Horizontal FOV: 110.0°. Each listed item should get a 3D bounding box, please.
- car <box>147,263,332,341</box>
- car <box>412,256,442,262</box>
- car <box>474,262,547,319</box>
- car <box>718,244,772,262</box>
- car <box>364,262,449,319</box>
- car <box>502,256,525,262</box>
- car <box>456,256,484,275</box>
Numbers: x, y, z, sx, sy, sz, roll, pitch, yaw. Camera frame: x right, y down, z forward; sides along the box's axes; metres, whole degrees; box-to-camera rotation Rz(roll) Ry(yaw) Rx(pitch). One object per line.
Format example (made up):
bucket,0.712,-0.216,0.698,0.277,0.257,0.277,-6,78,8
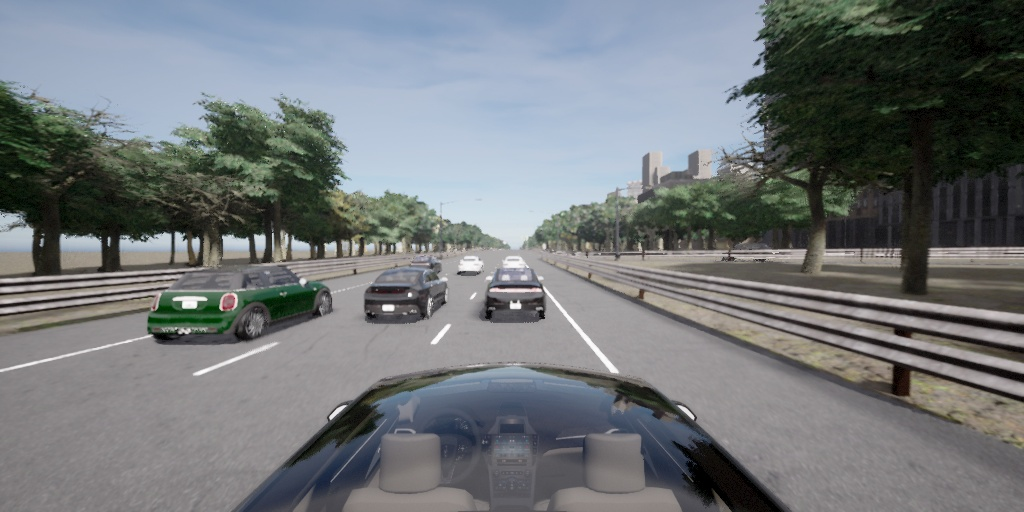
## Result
car,-6.898,1.030,9.799,2.097,1.767,4.553,0,1,0
car,-6.897,0.746,28.976,2.128,1.511,4.902,0,1,0
car,0.101,1.130,12.306,2.128,1.511,4.902,0,1,0
car,27.429,-0.390,42.473,2.150,2.045,5.566,-1,0,-39
car,-3.399,1.144,12.273,1.837,1.490,4.892,0,1,0
car,0.116,0.752,30.113,1.812,1.442,4.674,0,1,0
car,-3.399,0.753,30.090,1.812,1.442,4.674,0,1,0
